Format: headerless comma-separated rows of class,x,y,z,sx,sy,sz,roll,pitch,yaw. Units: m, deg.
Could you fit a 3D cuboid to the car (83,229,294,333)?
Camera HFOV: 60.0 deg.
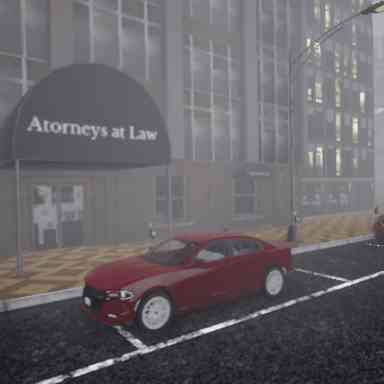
car,0.139,1.486,6.687,4.507,1.381,1.887,-1,0,-36

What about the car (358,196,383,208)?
car,23.409,1.215,41.102,1.752,1.417,4.829,-3,1,-37

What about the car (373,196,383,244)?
car,9.291,1.086,13.277,5.009,1.841,2.192,-1,0,-36

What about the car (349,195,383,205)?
car,26.672,1.139,50.771,2.008,1.369,4.403,-3,1,-37
